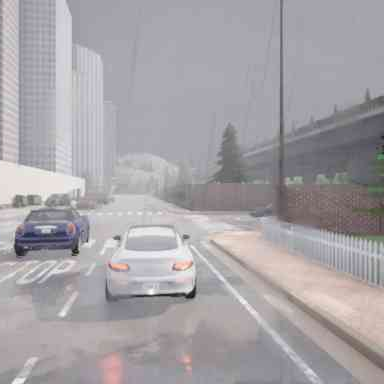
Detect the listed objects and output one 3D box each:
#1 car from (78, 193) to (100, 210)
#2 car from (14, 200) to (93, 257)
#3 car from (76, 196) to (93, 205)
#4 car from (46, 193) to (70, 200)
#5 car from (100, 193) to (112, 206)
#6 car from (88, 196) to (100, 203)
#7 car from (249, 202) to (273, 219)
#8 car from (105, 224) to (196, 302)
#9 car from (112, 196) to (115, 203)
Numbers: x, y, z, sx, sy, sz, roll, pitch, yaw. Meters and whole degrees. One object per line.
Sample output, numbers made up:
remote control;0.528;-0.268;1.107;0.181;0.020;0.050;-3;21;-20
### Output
car;-13.197;1.334;41.737;2.097;1.767;4.553;0;0;-9
car;-5.353;1.356;13.268;2.097;1.767;4.553;0;0;-12
car;-19.536;1.522;60.547;2.033;1.411;5.357;0;0;-8
car;-16.719;1.203;41.607;2.150;2.045;5.566;0;0;-9
car;-15.350;1.197;55.999;2.150;2.045;5.566;0;0;-8
car;-21.236;1.560;71.978;1.895;1.301;4.718;0;0;-9
car;7.345;1.547;28.488;4.892;1.490;1.837;-1;0;-9
car;-0.989;1.522;8.227;1.812;1.442;4.674;0;0;-7
car;-17.603;1.493;71.366;1.812;1.442;4.674;0;0;-9
